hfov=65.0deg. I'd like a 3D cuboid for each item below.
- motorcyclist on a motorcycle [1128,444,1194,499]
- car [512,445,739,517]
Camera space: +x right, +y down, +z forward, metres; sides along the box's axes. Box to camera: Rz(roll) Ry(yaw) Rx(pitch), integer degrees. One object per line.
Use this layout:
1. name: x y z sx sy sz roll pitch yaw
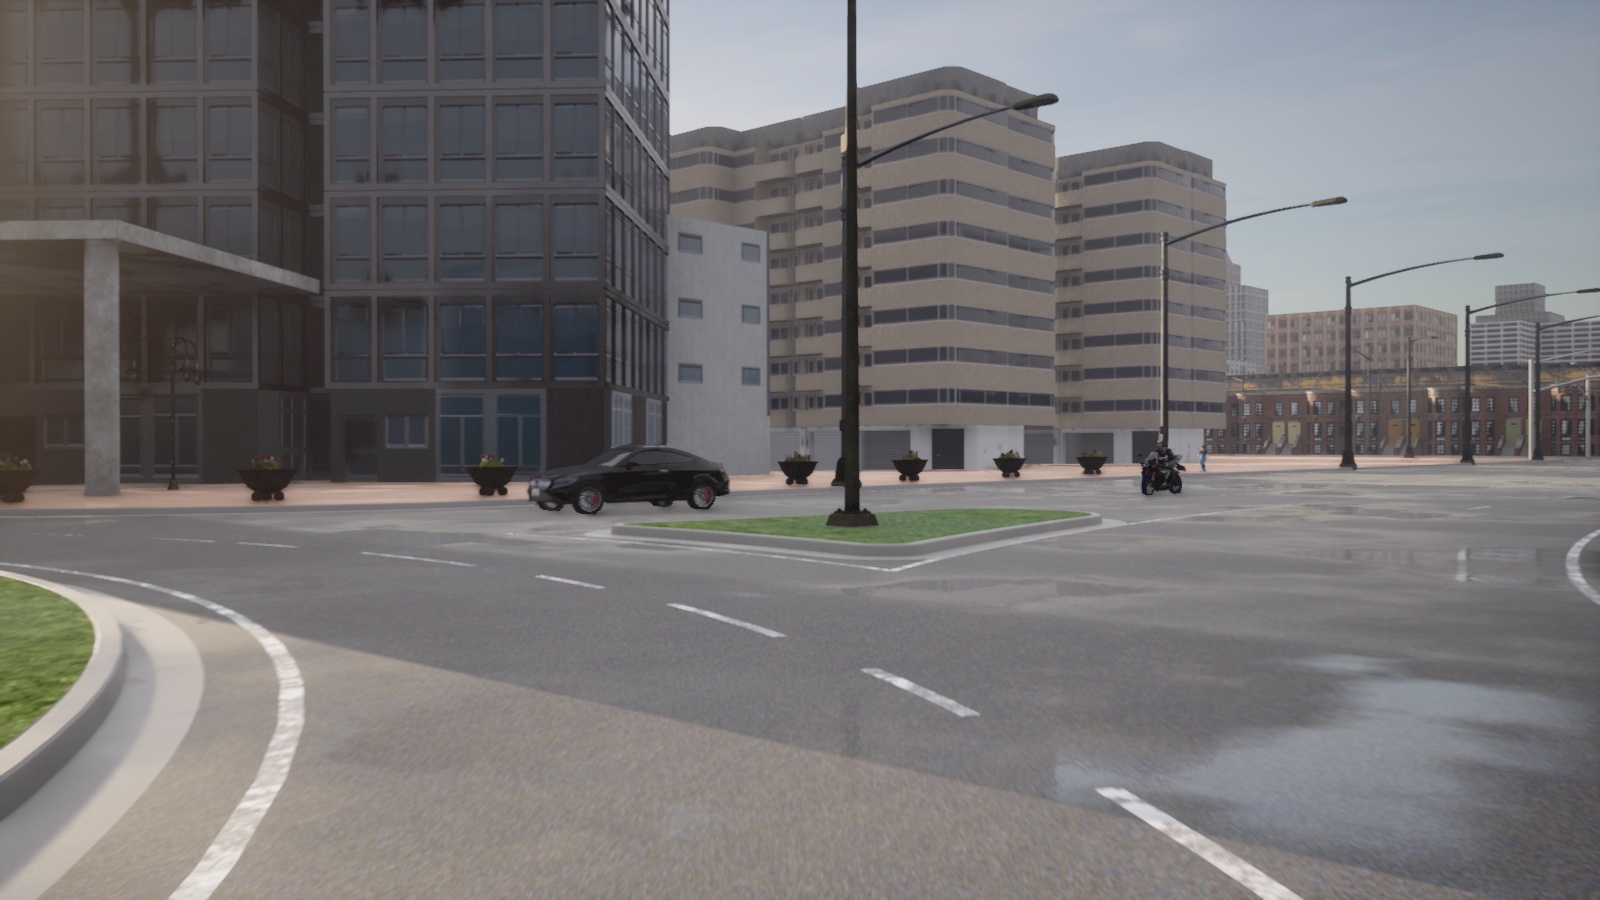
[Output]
1. motorcyclist on a motorcycle: 10.228 0.586 35.536 0.866 1.530 2.191 0 0 44
2. car: -3.758 0.617 27.539 4.674 1.442 1.812 0 0 -38
